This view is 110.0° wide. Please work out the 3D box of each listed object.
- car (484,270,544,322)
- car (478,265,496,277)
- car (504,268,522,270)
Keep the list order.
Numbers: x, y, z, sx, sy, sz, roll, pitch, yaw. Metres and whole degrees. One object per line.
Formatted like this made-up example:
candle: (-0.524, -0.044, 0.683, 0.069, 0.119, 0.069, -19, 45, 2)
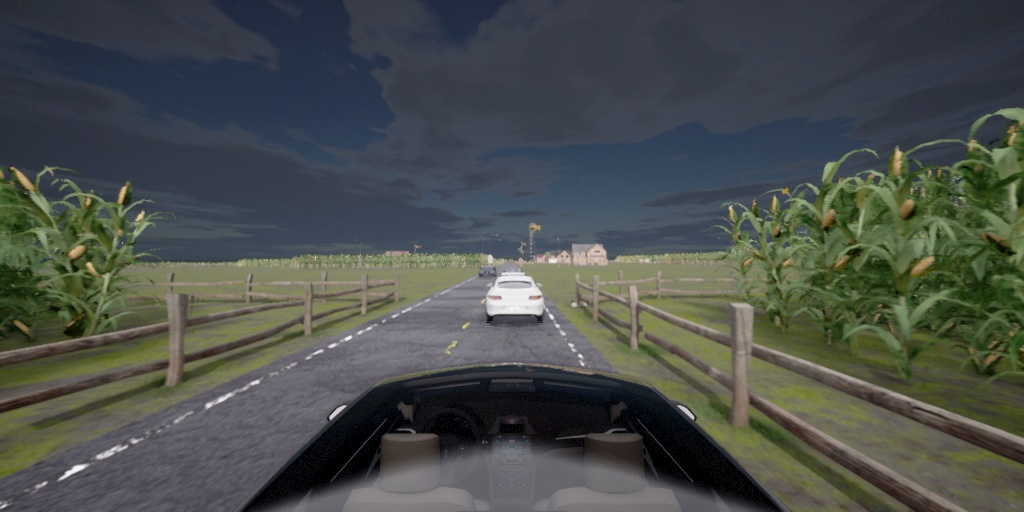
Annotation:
car: (0.093, 1.391, 12.704, 1.812, 1.442, 4.674, 0, 0, 0)
car: (-2.765, 1.755, 41.638, 1.994, 1.385, 4.181, 0, -1, 0)
car: (0.091, 1.661, 30.237, 1.895, 1.301, 4.718, 0, -1, 0)
